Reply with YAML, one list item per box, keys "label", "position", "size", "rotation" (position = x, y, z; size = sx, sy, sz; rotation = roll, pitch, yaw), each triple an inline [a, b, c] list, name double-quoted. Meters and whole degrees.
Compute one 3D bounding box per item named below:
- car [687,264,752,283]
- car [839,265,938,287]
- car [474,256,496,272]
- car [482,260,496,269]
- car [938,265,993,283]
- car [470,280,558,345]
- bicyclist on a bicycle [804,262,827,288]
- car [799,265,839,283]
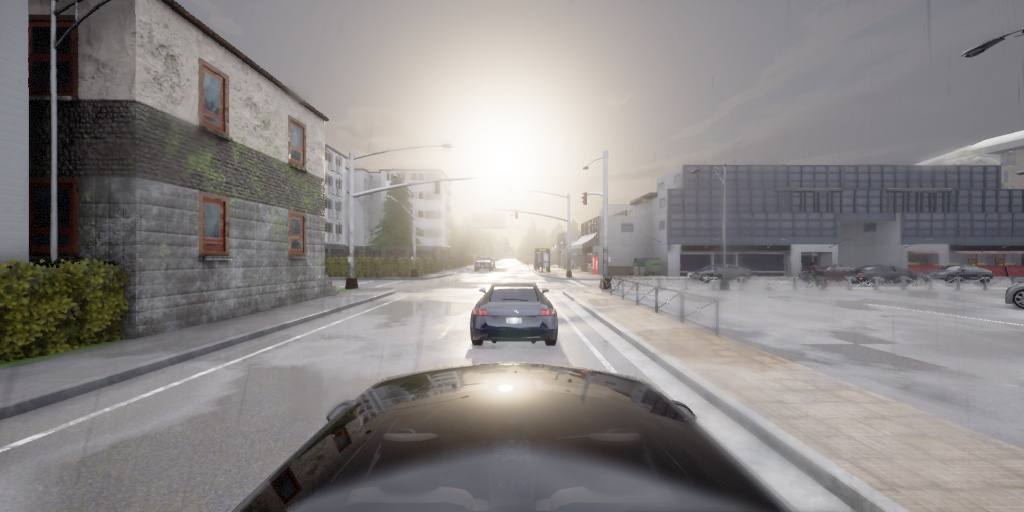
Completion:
- label: "car"
  position: [17.037, 1.417, 29.569]
  size: [4.902, 1.511, 2.128]
  rotation: [0, 0, 0]
- label: "car"
  position: [27.072, 1.431, 25.904]
  size: [4.892, 1.490, 1.837]
  rotation: [0, 0, 0]
- label: "car"
  position: [-3.647, 0.972, 47.090]
  size: [2.150, 2.045, 5.566]
  rotation: [0, 0, 0]
- label: "car"
  position: [-3.646, 1.351, 57.888]
  size: [1.895, 1.301, 4.718]
  rotation: [0, 0, 0]
- label: "car"
  position: [36.712, 1.452, 29.617]
  size: [4.674, 1.442, 1.812]
  rotation: [0, 0, 0]
- label: "car"
  position: [0.054, 1.314, 9.473]
  size: [1.994, 1.385, 4.181]
  rotation: [0, 0, 0]
- label: "bicyclist on a bicycle"
  position: [18.692, 1.227, 22.092]
  size: [0.582, 1.620, 1.656]
  rotation: [0, 0, 0]
- label: "car"
  position: [26.402, 1.452, 29.597]
  size: [4.674, 1.442, 1.812]
  rotation: [0, 0, 0]
